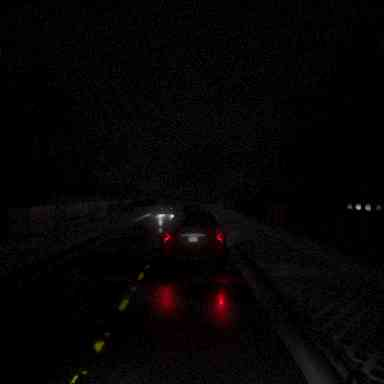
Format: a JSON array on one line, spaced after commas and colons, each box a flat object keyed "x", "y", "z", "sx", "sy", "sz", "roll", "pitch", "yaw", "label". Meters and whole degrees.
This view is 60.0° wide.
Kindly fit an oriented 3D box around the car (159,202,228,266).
[{"x": 0.049, "y": 1.412, "z": 11.908, "sx": 2.097, "sy": 1.767, "sz": 4.553, "roll": 0, "pitch": 0, "yaw": 0, "label": "car"}]

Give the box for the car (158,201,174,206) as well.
[{"x": -2.838, "y": 1.801, "z": 39.585, "sx": 1.837, "sy": 1.490, "sz": 4.892, "roll": 0, "pitch": -1, "yaw": 0, "label": "car"}]

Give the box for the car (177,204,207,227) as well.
[{"x": 0.034, "y": 1.707, "z": 25.547, "sx": 2.033, "sy": 1.411, "sz": 5.357, "roll": 0, "pitch": 0, "yaw": 1, "label": "car"}]
